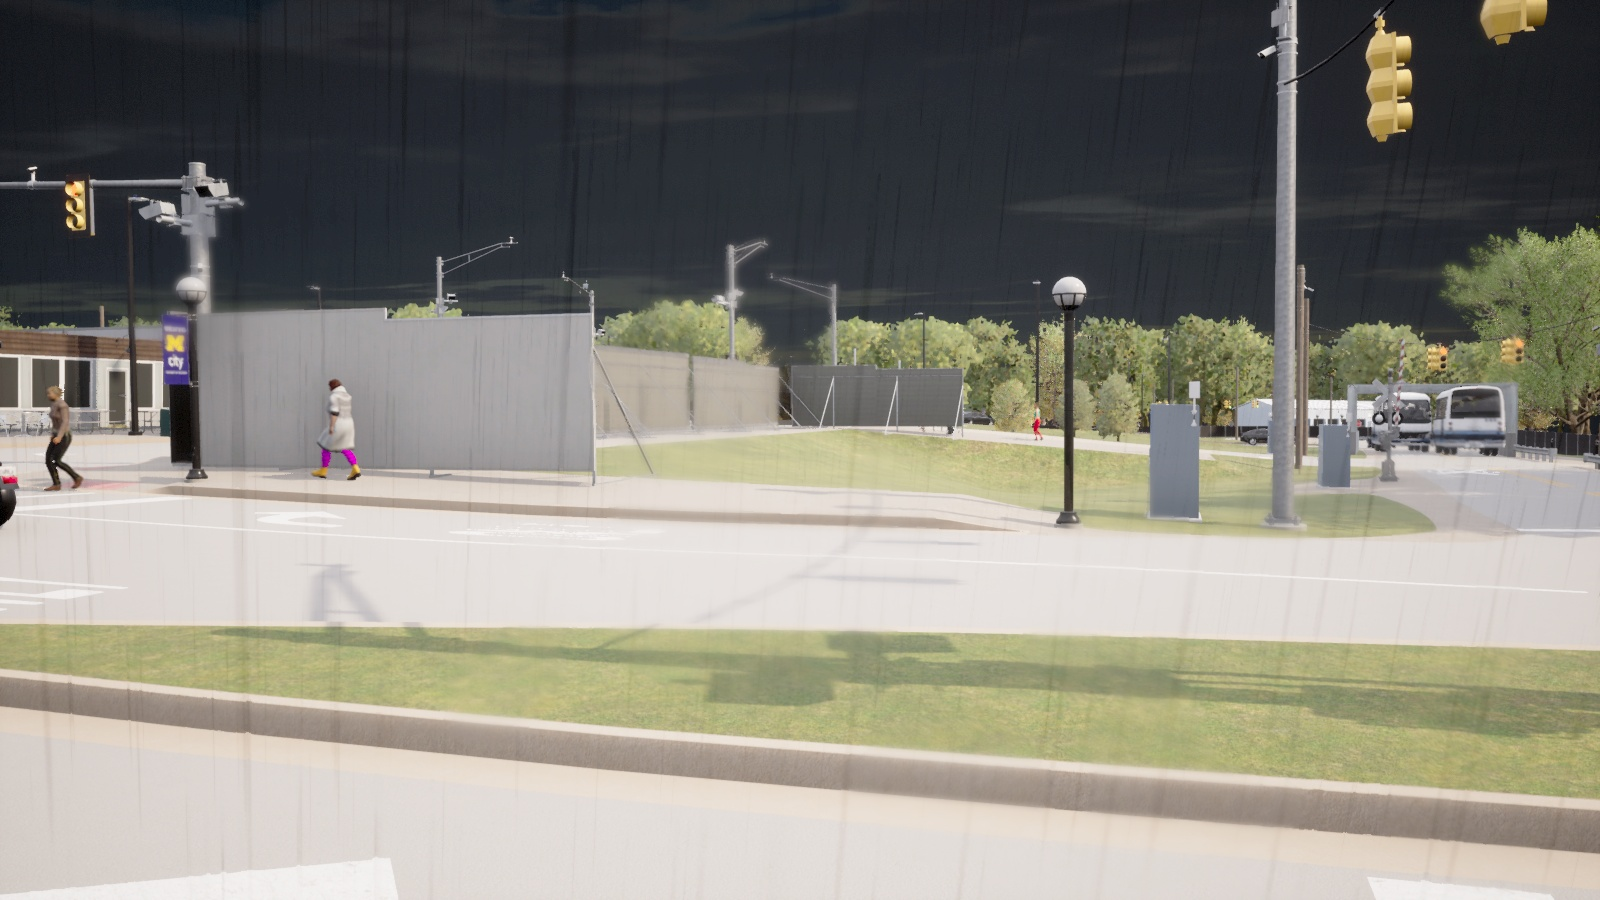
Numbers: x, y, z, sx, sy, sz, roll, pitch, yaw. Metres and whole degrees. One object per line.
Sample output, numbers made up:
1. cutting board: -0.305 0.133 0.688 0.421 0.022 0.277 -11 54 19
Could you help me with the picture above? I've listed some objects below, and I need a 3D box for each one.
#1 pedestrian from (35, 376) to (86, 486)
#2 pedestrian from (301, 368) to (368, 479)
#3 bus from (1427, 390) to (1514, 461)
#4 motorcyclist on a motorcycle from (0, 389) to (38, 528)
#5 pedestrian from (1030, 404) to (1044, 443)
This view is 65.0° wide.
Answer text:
1. pedestrian: -12.529 -0.333 21.288 0.331 1.846 0.634 2 3 38
2. pedestrian: -8.337 -0.479 22.508 0.873 1.952 0.659 1 3 17
3. bus: 43.231 -1.480 81.282 3.944 4.253 10.273 0 0 22
4. motorcyclist on a motorcycle: -10.607 0.052 15.365 2.350 1.649 0.766 3 2 15
5. pedestrian: 11.365 -1.283 60.209 0.594 1.836 0.345 1 3 22
